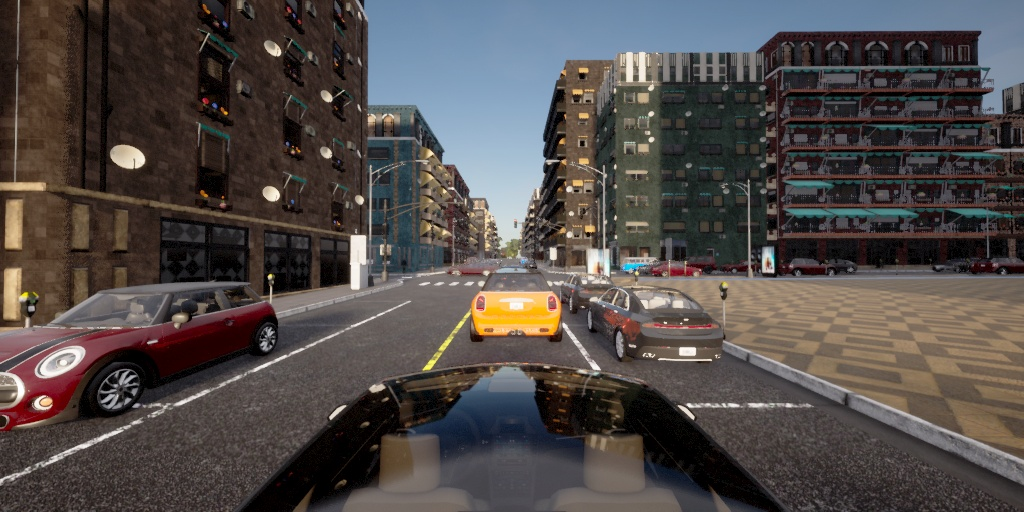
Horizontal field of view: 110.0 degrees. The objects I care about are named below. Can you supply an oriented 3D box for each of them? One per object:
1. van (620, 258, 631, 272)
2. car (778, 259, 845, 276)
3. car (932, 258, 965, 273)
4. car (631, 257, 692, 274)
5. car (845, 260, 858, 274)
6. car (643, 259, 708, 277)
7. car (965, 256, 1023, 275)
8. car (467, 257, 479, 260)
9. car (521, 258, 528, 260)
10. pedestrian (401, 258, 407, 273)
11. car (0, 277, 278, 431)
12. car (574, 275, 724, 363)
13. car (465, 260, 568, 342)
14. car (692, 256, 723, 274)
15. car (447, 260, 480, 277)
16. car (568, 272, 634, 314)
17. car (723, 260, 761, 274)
[{"bbox_3d":[13.759,1.045,38.529,3.998,1.789,1.690,0,0,0],"label":"van"},{"bbox_3d":[24.754,0.935,30.073,4.097,1.591,1.967,0,0,0],"label":"car"},{"bbox_3d":[44.935,0.922,35.681,4.902,1.511,2.128,0,-1,1],"label":"car"},{"bbox_3d":[14.953,1.148,35.942,4.902,1.511,2.128,-1,-1,0],"label":"car"},{"bbox_3d":[31.542,1.036,35.823,4.892,1.490,1.837,0,-1,1],"label":"car"},{"bbox_3d":[13.699,1.162,30.149,4.207,1.307,1.802,0,0,0],"label":"car"},{"bbox_3d":[41.336,0.811,29.959,4.097,1.591,1.967,0,0,0],"label":"car"},{"bbox_3d":[-5.705,1.083,51.749,2.192,1.841,5.009,0,0,0],"label":"car"},{"bbox_3d":[2.675,1.334,51.712,1.948,1.339,4.313,0,0,0],"label":"car"},{"bbox_3d":[-12.542,1.097,41.672,0.375,1.860,0.375,0,0,0],"label":"pedestrian"},{"bbox_3d":[-5.820,1.191,5.711,1.967,1.591,4.097,0,0,0],"label":"car"},{"bbox_3d":[2.819,1.302,7.949,2.007,1.370,4.403,0,0,0],"label":"car"},{"bbox_3d":[0.095,1.104,9.928,2.097,1.767,4.553,0,0,0],"label":"car"},{"bbox_3d":[19.286,0.977,38.491,5.009,1.841,2.192,0,0,0],"label":"car"},{"bbox_3d":[-3.812,1.350,36.070,5.357,1.411,2.033,0,-1,0],"label":"car"},{"bbox_3d":[2.817,1.304,13.519,2.007,1.370,4.403,0,0,0],"label":"car"},{"bbox_3d":[24.814,1.165,38.453,4.507,1.381,1.888,0,0,0],"label":"car"}]
